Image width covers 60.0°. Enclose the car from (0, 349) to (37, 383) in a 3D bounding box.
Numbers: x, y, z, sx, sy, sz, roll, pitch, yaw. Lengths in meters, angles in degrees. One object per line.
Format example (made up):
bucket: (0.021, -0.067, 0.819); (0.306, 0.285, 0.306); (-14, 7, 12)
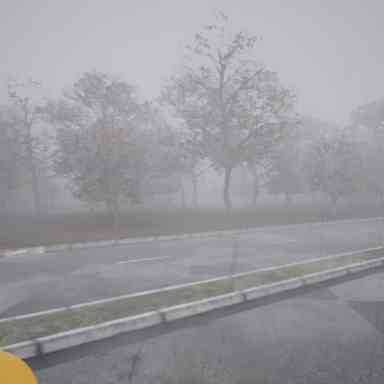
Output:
car: (-3.221, 1.474, 1.142); (5.008, 1.535, 1.882); (0, 0, -35)
